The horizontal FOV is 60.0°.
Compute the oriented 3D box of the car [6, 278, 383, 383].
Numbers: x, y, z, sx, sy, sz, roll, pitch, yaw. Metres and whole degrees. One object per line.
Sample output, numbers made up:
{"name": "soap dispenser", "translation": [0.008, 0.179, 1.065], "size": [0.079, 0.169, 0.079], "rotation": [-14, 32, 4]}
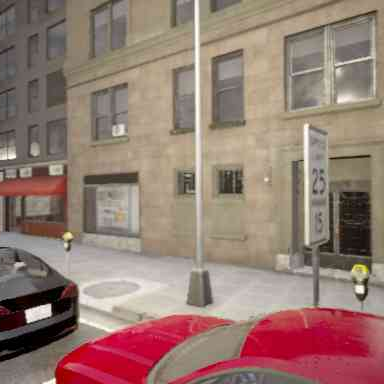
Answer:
{"name": "car", "translation": [0.844, 1.546, 2.251], "size": [4.507, 1.381, 1.887], "rotation": [0, 0, 35]}

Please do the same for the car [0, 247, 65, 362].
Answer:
{"name": "car", "translation": [-3.640, 1.586, 5.447], "size": [4.313, 1.339, 1.947], "rotation": [0, 0, 35]}
